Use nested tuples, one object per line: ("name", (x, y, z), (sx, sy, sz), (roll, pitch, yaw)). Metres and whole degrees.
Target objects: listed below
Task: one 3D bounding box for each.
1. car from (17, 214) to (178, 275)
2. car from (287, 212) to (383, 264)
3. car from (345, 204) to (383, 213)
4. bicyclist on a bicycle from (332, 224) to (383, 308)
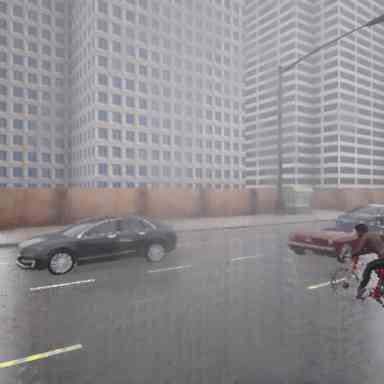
("car", (-2.786, 1.503, 10.509), (4.892, 1.490, 1.837), (-1, 0, -34))
("car", (5.577, 1.601, 11.881), (4.718, 1.301, 1.895), (0, 0, -34))
("car", (10.322, 1.506, 19.242), (4.892, 1.490, 1.837), (1, 0, -34))
("bicyclist on a bicycle", (3.435, 1.453, 6.424), (0.582, 1.620, 1.656), (0, 0, -34))
